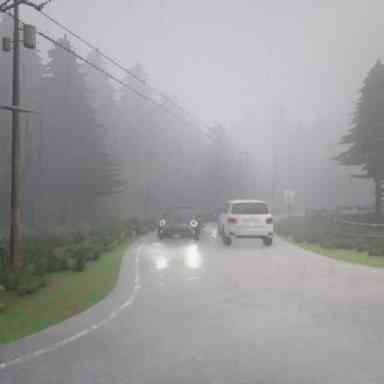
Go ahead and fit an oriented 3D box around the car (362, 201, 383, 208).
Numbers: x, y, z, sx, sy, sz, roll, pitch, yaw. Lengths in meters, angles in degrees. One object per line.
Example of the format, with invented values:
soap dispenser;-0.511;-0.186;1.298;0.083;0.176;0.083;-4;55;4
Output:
car;23.679;1.862;42.190;4.902;1.511;2.128;0;-1;-28

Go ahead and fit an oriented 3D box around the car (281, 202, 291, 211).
car;8.865;1.837;36.272;4.902;1.511;2.128;0;-1;-40

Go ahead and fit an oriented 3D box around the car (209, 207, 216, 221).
car;2.175;1.882;27.860;1.895;1.301;4.718;0;-1;27

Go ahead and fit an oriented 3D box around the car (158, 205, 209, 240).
car;-0.438;1.550;18.282;2.097;1.767;4.553;0;-1;7

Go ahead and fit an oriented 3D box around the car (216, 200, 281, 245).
car;2.555;1.398;16.594;2.150;2.045;5.566;0;-1;1
